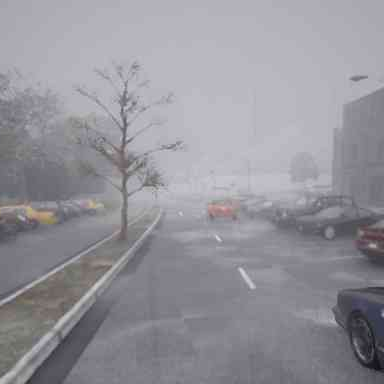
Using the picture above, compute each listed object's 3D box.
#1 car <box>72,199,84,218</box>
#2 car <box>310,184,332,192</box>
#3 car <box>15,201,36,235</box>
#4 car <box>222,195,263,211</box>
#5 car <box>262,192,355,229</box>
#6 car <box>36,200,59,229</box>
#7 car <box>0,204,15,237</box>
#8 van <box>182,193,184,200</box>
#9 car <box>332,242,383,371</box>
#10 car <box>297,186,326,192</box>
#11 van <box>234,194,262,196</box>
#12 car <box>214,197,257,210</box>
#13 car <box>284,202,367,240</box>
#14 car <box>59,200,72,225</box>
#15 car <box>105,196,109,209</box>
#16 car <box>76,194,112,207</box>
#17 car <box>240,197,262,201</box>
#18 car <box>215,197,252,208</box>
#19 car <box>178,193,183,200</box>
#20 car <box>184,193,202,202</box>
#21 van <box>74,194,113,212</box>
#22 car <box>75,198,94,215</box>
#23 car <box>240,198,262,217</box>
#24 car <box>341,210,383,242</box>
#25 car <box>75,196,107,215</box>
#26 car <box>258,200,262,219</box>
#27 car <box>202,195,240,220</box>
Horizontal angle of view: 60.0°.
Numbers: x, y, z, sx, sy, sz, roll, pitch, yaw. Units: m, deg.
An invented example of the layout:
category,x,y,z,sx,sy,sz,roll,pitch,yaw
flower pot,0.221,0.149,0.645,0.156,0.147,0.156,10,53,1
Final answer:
category,x,y,z,sx,sy,sz,roll,pitch,yaw
car,-11.188,1.550,26.109,4.674,1.452,2.002,-1,0,-23
car,23.534,-0.413,59.438,2.435,2.045,5.566,-7,4,-30
car,-10.823,1.384,17.226,4.553,1.767,2.185,-1,0,-22
car,6.186,1.330,40.932,4.553,1.767,2.185,1,0,-25
car,7.374,1.216,19.796,5.566,2.045,2.435,1,0,-22
car,-11.078,1.509,20.120,5.366,1.575,1.946,-1,0,-22
car,-10.685,1.509,14.274,5.008,1.535,2.097,-1,0,-21
van,0.475,1.413,87.400,4.442,1.987,1.878,0,0,-30
car,3.078,1.545,2.628,2.033,1.411,5.357,0,0,0
car,20.582,0.167,58.949,2.002,1.452,4.674,-7,4,-30
van,6.285,1.230,37.858,4.442,1.987,1.878,1,0,-24
car,5.738,1.449,43.851,5.366,1.575,1.946,1,0,-25
car,7.506,1.470,16.790,5.008,1.535,2.097,1,0,-22
car,-11.013,1.384,23.161,4.553,1.767,2.185,-1,0,-23
car,-11.923,1.511,34.899,5.366,1.575,1.946,-1,0,-24
car,-11.945,1.385,37.940,4.553,1.767,2.185,-1,0,-24
car,6.789,1.500,31.883,4.674,1.452,2.002,1,0,-24
car,5.824,1.488,46.911,4.792,1.488,2.163,1,0,-25
car,0.033,1.383,90.406,5.566,2.045,2.435,1,0,-30
car,1.046,1.520,84.477,4.553,1.767,2.185,0,0,-30
van,-12.113,1.284,40.930,4.442,1.987,1.878,-1,0,-24
car,-11.360,1.551,29.065,4.674,1.452,2.002,-1,0,-23
car,6.973,1.502,28.864,4.674,1.452,2.002,1,0,-23
car,7.650,1.473,10.754,5.008,1.535,2.097,1,0,-21
car,-11.383,1.505,32.099,5.366,1.575,1.946,-1,0,-24
car,7.268,1.506,22.834,4.674,1.452,2.002,1,0,-23
car,2.322,1.341,27.755,2.097,1.767,4.553,0,0,-3
